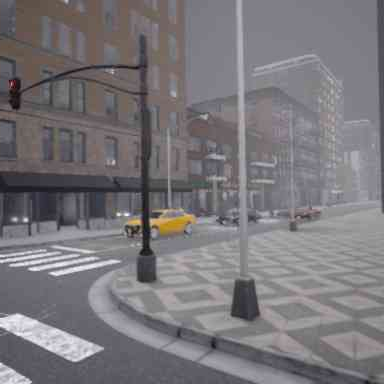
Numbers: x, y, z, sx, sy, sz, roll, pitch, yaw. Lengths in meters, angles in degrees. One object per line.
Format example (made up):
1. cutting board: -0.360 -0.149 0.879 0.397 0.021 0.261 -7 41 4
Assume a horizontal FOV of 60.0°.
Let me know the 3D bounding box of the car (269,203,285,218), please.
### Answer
1. car: 9.887 1.947 35.597 2.128 1.511 4.902 -1 -1 36

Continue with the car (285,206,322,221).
1. car: 10.770 1.966 31.373 1.895 1.301 4.718 -1 -1 36

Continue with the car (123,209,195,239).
1. car: -1.797 1.770 19.423 1.882 1.535 5.008 -1 -1 36

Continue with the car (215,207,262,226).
1. car: 3.969 1.922 27.410 2.033 1.411 5.357 -1 -1 35
